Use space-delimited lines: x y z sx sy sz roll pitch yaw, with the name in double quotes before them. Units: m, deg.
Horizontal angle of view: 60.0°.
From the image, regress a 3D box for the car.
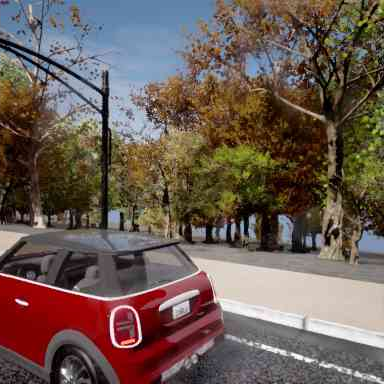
"car" -1.848 1.351 5.004 4.553 1.767 2.097 0 0 36
